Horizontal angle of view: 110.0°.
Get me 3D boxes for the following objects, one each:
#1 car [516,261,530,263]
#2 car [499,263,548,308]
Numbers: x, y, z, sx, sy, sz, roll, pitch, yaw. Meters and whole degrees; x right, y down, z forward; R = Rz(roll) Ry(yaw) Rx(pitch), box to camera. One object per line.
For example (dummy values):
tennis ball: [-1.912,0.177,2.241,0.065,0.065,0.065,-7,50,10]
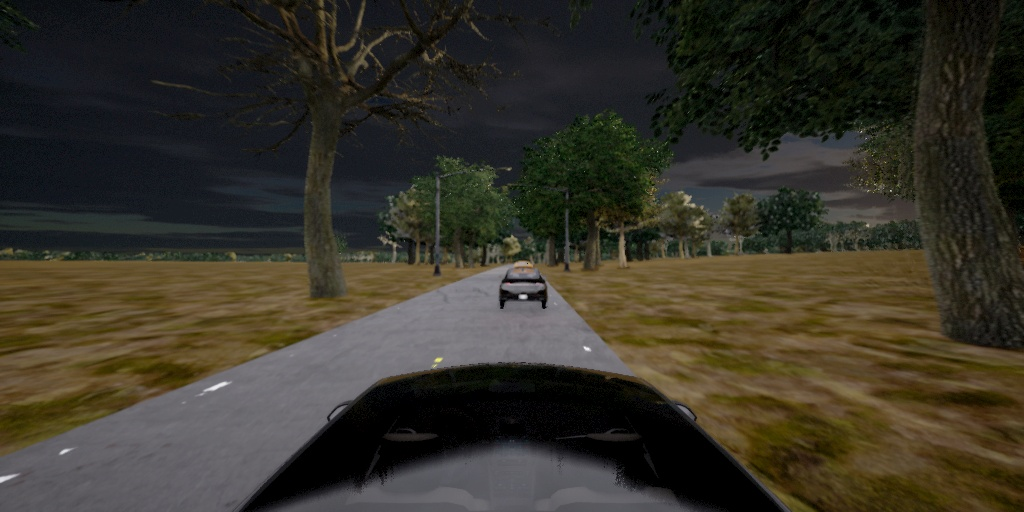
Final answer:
car: [1.077,1.262,35.631,1.882,1.535,5.008,0,0,2]
car: [0.465,1.236,15.166,2.128,1.511,4.902,0,0,2]
